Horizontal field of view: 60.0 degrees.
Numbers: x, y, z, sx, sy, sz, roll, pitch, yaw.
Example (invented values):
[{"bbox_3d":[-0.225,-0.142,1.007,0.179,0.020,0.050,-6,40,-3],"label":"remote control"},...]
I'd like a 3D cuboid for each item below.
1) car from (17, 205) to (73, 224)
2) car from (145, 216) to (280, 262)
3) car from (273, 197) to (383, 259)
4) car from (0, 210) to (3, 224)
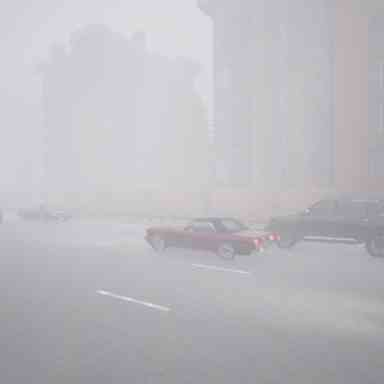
[{"bbox_3d":[-11.003,1.601,24.753,4.718,1.301,1.895,0,0,36],"label":"car"},{"bbox_3d":[0.504,1.601,12.235,4.718,1.301,1.895,0,0,36],"label":"car"},{"bbox_3d":[5.638,1.215,12.869,5.566,2.045,2.150,-1,-1,36],"label":"car"},{"bbox_3d":[-15.131,1.507,23.399,4.892,1.490,1.837,1,0,36],"label":"car"}]
